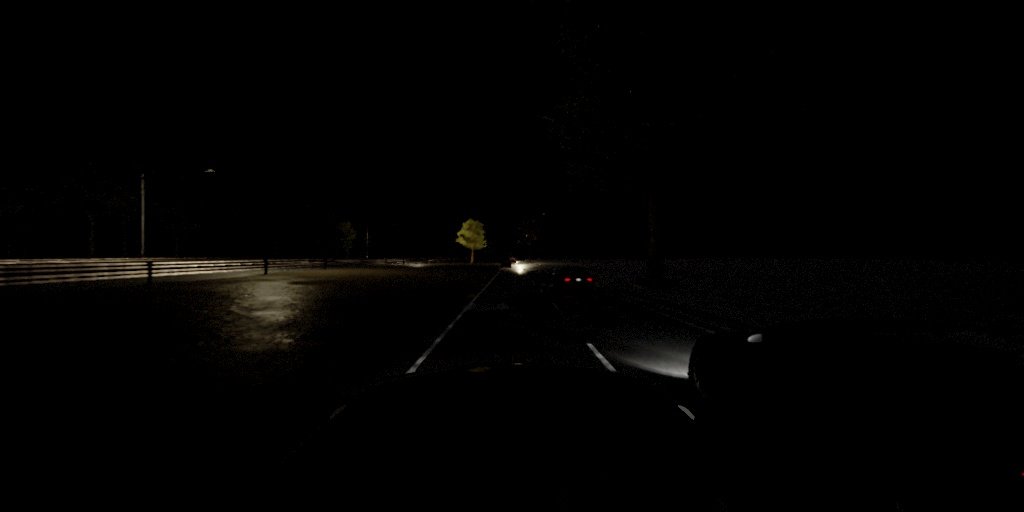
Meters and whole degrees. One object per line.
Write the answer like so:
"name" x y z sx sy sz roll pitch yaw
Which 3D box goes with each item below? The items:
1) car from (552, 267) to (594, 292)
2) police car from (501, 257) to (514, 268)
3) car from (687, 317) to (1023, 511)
"car" 3.602 1.352 21.896 2.033 1.411 5.357 0 0 0
"police car" -1.048 1.330 65.264 1.930 1.638 5.238 0 0 0
"car" 3.598 1.313 3.660 1.994 1.385 4.181 0 0 0
